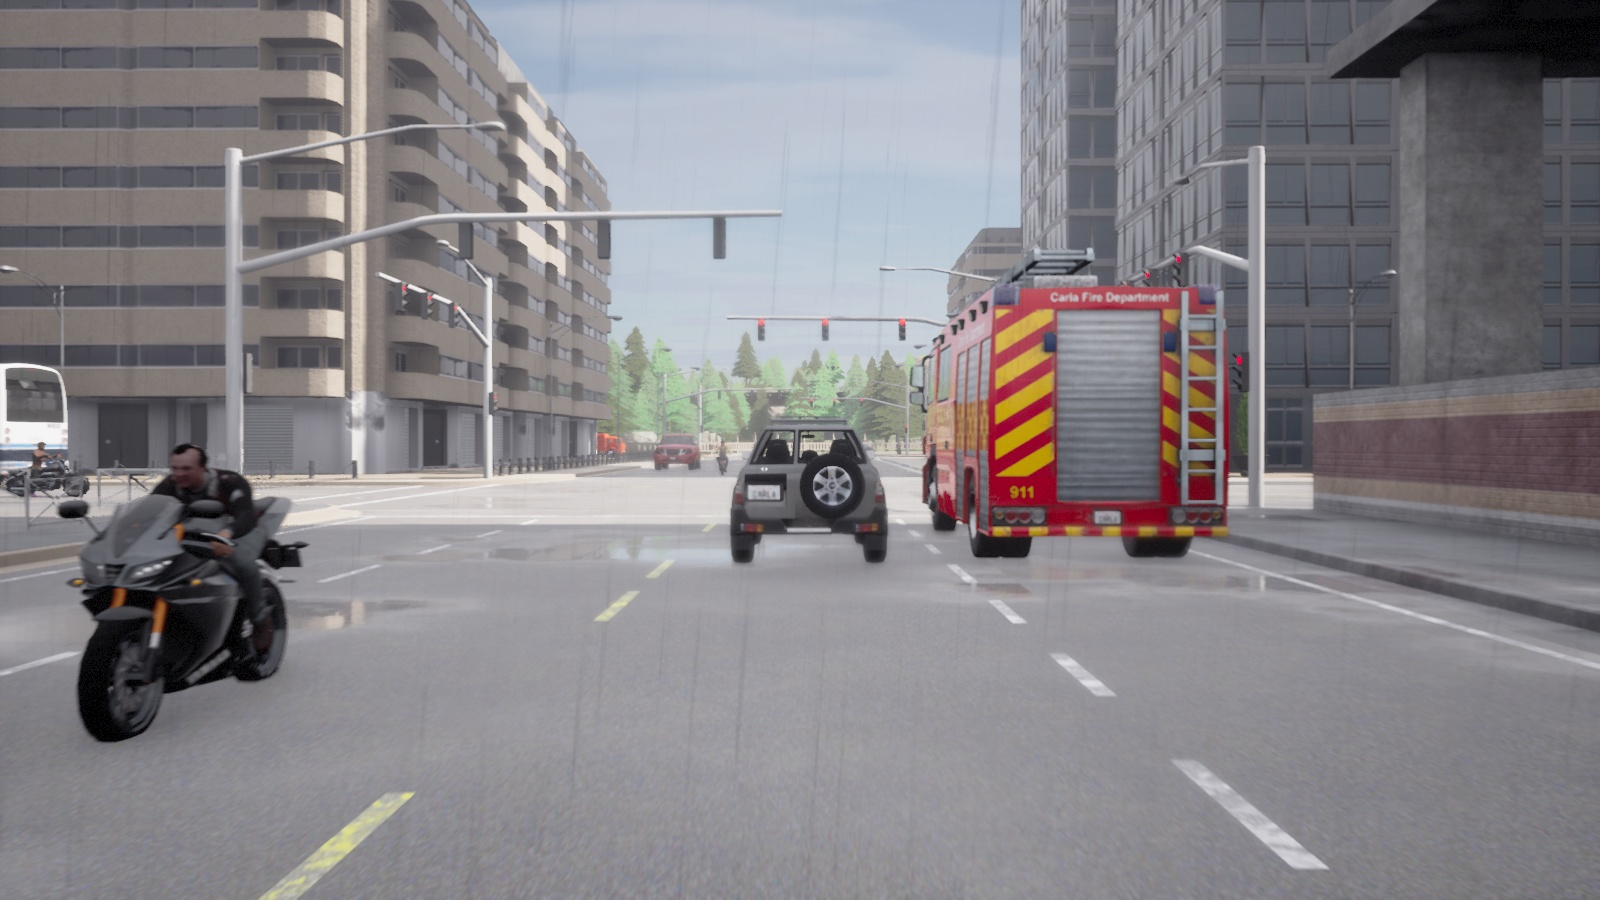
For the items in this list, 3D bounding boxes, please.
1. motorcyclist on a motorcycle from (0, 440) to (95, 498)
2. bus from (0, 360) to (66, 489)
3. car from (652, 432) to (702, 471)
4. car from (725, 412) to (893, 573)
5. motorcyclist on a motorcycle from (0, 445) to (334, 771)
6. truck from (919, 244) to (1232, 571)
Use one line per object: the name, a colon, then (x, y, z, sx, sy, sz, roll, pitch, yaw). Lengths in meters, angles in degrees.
motorcyclist on a motorcycle: (-21.604, 0.532, 36.026, 2.350, 1.649, 0.766, 0, 0, 1)
bus: (-31.353, -0.843, 43.125, 10.273, 4.253, 3.944, 0, 0, 6)
car: (-6.815, 0.065, 70.101, 2.150, 2.045, 5.566, 0, 0, 1)
car: (0.112, 0.469, 16.788, 1.932, 1.855, 4.605, 0, 0, 0)
motorcyclist on a motorcycle: (-3.445, 0.739, 7.010, 0.866, 1.530, 2.191, 0, 0, 0)
truck: (3.623, -0.522, 18.927, 2.891, 3.827, 8.468, 0, 0, 0)
